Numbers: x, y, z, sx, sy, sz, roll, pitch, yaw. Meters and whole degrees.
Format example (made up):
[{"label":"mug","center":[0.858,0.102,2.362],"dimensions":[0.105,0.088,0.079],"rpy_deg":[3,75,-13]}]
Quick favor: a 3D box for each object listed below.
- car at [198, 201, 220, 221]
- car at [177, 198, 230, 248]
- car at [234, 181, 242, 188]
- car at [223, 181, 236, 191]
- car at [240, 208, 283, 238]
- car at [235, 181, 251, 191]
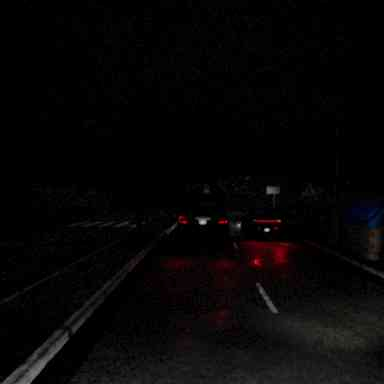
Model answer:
[{"label":"car","center":[1.632,1.689,30.431],"dimensions":[1.837,1.490,4.892],"rpy_deg":[0,0,5]},{"label":"car","center":[0.584,1.320,15.548],"dimensions":[2.150,2.045,5.566],"rpy_deg":[0,-1,4]},{"label":"car","center":[12.324,-2.046,89.073],"dimensions":[2.128,1.511,4.902],"rpy_deg":[0,5,7]},{"label":"car","center":[8.716,-1.104,77.528],"dimensions":[1.837,1.490,4.892],"rpy_deg":[0,5,1]},{"label":"car","center":[3.774,1.633,18.524],"dimensions":[2.128,1.511,4.902],"rpy_deg":[0,0,3]},{"label":"car","center":[11.727,-0.993,76.384],"dimensions":[1.812,1.442,4.674],"rpy_deg":[0,5,1]}]
